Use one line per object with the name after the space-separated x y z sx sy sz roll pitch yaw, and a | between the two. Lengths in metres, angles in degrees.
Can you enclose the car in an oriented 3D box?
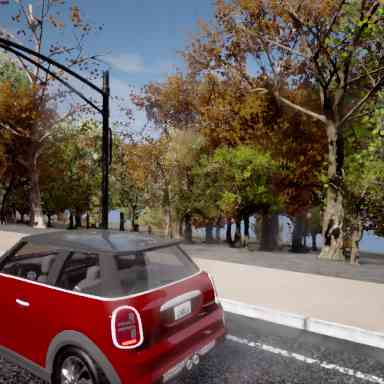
-1.832 1.351 4.992 4.553 1.767 2.097 0 0 36 | car
